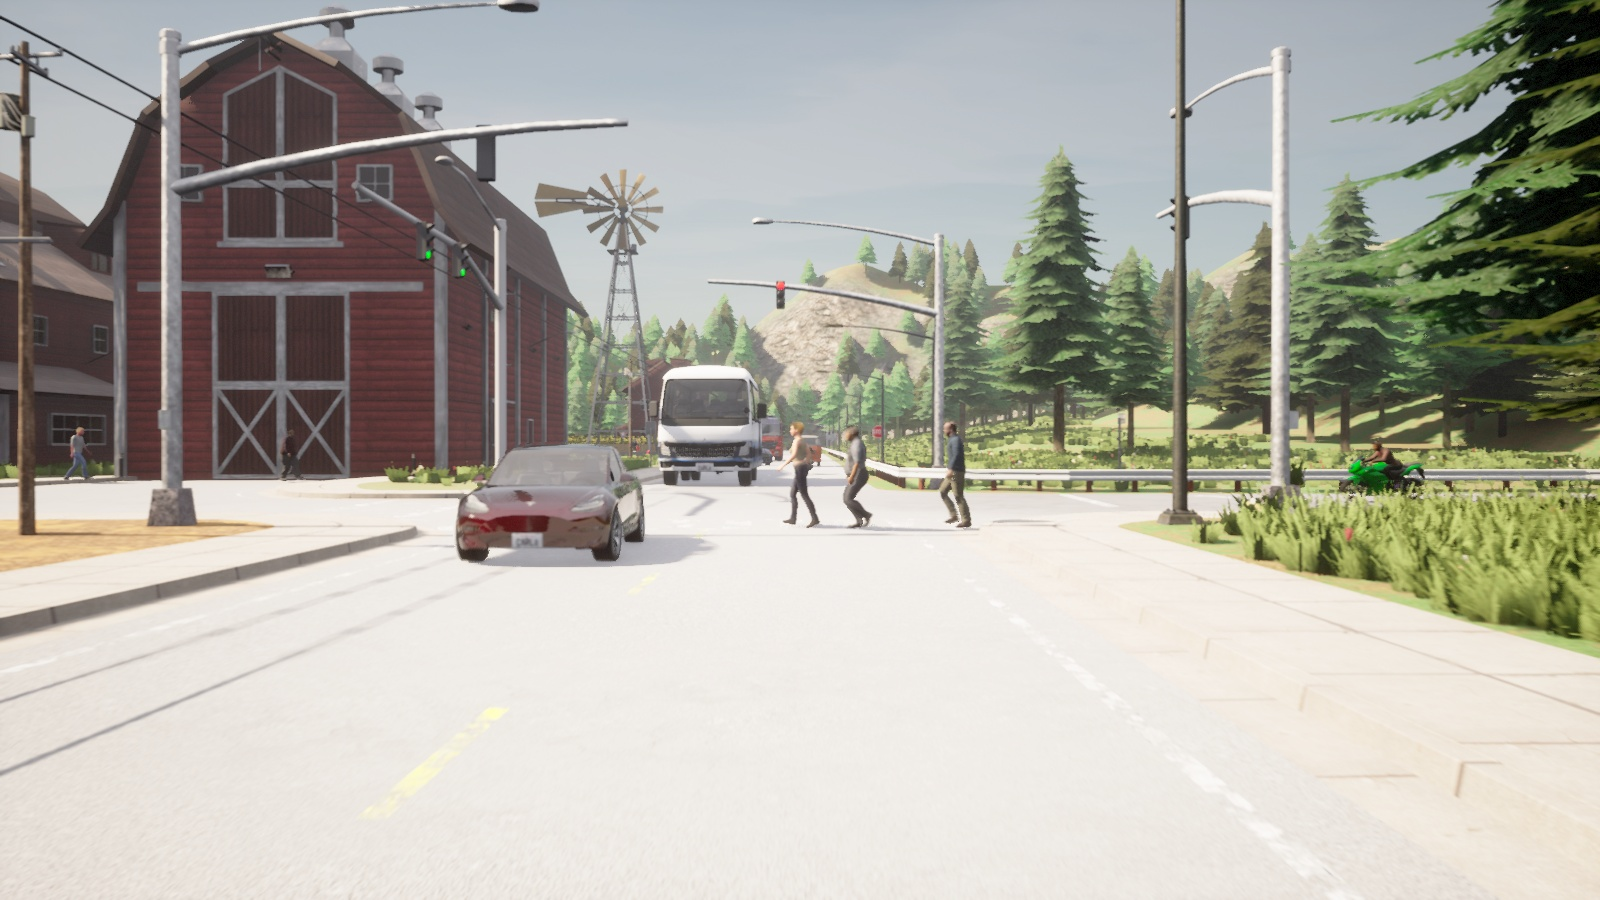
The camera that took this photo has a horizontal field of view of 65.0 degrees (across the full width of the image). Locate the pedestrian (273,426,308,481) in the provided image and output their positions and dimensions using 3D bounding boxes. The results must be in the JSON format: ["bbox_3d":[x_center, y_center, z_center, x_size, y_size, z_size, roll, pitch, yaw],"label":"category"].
[{"bbox_3d":[-17.210,0.111,42.439,0.899,1.844,0.634,0,0,15],"label":"pedestrian"}]

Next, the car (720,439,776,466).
[{"bbox_3d":[-3.498,0.131,83.693,2.097,1.767,4.553,0,0,-26],"label":"car"}]

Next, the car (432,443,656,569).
[{"bbox_3d":[-3.296,0.647,17.244,2.163,1.488,4.792,0,0,-1],"label":"car"}]

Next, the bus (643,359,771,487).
[{"bbox_3d":[-3.217,-0.897,46.934,3.944,4.253,10.273,0,0,0],"label":"bus"}]

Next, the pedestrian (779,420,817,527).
[{"bbox_3d":[-0.036,0.405,21.812,0.594,1.836,0.345,0,0,13],"label":"pedestrian"}]

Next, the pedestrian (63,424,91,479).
[{"bbox_3d":[-23.994,0.054,41.684,0.706,1.836,0.354,0,0,-5],"label":"pedestrian"}]

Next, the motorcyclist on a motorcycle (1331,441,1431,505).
[{"bbox_3d":[14.014,0.542,30.320,2.044,1.523,0.797,0,0,-1],"label":"motorcyclist on a motorcycle"}]

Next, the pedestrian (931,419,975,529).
[{"bbox_3d":[2.587,0.401,21.191,0.726,1.842,0.402,0,0,8],"label":"pedestrian"}]

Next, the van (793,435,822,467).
[{"bbox_3d":[0.469,0.051,79.657,1.775,1.987,4.442,0,0,0],"label":"van"}]

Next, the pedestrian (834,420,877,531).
[{"bbox_3d":[0.937,0.420,21.234,0.694,1.848,0.540,0,0,5],"label":"pedestrian"}]
